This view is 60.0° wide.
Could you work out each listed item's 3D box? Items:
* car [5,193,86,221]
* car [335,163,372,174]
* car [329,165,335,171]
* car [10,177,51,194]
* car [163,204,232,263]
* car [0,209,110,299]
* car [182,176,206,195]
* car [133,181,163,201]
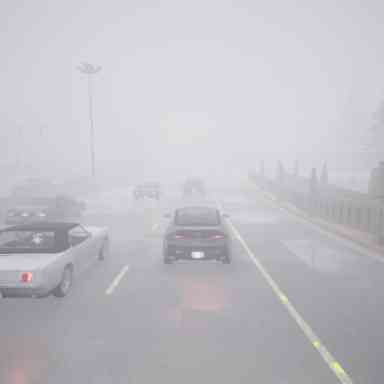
[{"bbox_3d":[-6.832,0.786,16.156,2.033,1.411,5.357,0,5,0],"label":"car"},{"bbox_3d":[25.731,-3.866,52.387,4.553,1.767,2.097,0,7,2],"label":"car"},{"bbox_3d":[25.611,-4.178,55.883,4.902,1.511,2.128,0,7,2],"label":"car"},{"bbox_3d":[-13.936,-0.578,28.914,1.994,1.385,4.181,0,7,0],"label":"car"},{"bbox_3d":[0.149,1.135,10.513,1.837,1.490,4.892,0,4,0],"label":"car"},{"bbox_3d":[-3.363,1.367,7.880,1.895,1.301,4.718,0,3,0],"label":"car"},{"bbox_3d":[0.170,-0.626,28.793,1.837,1.490,4.892,0,7,0],"label":"car"},{"bbox_3d":[-3.328,-0.178,26.063,1.895,1.301,4.718,0,7,0],"label":"car"}]
